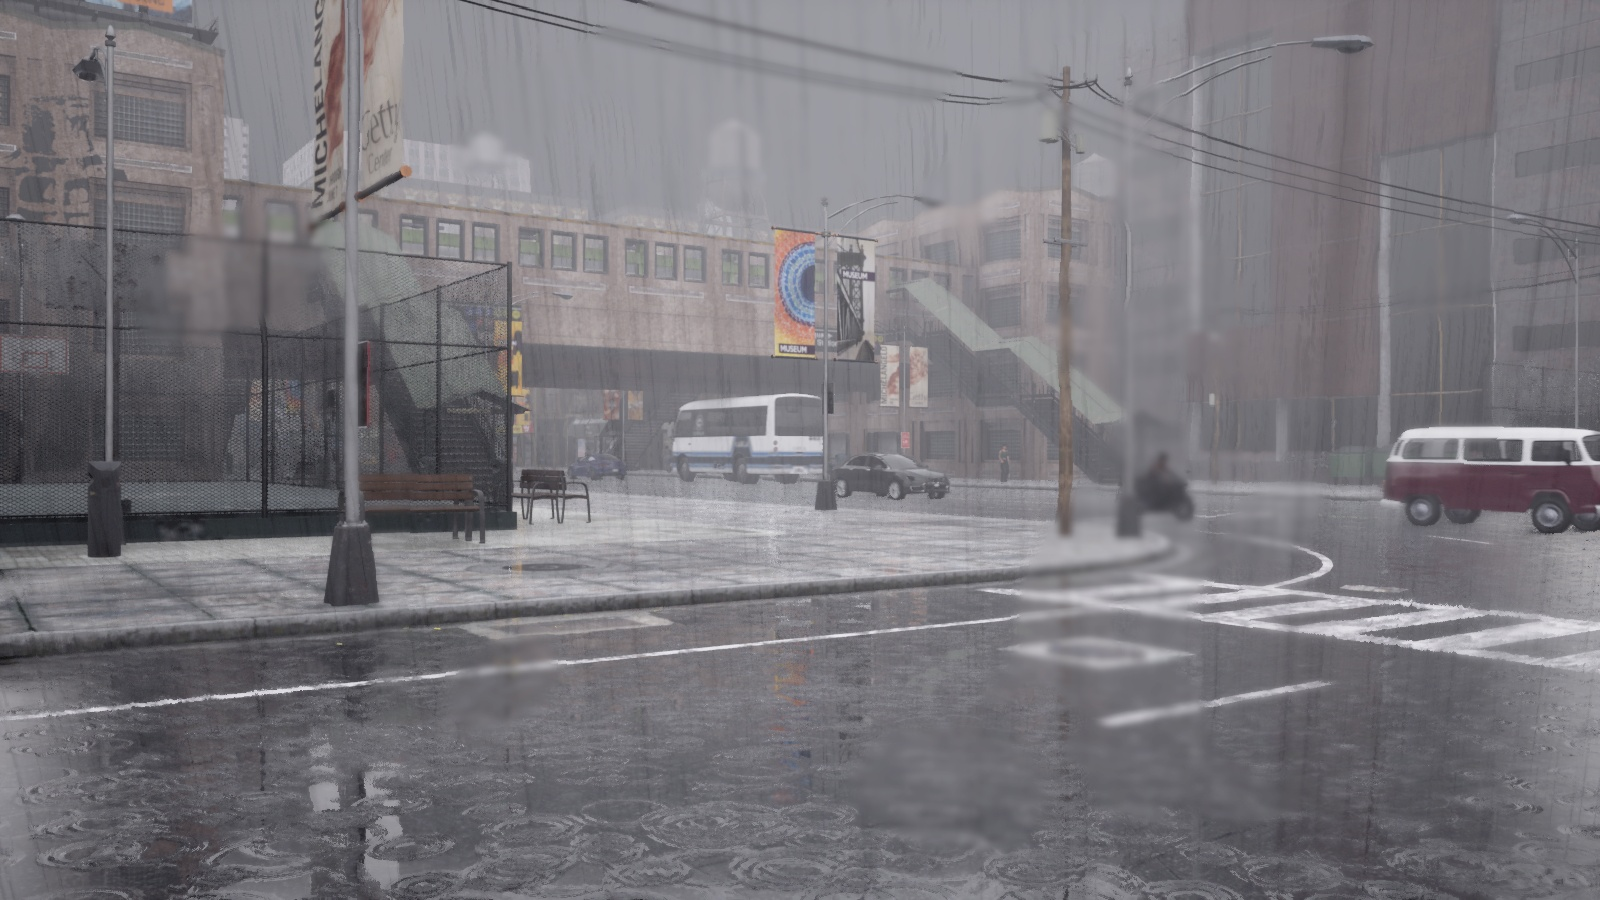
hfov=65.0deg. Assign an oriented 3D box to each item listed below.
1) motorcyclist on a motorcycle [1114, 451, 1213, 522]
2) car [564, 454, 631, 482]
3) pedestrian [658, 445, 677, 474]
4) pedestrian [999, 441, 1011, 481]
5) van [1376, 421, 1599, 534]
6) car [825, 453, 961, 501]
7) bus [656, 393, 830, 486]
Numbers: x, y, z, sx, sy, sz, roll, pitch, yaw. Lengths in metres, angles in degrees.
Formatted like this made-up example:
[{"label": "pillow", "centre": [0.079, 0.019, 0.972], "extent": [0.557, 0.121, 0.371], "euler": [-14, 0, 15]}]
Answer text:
[{"label": "motorcyclist on a motorcycle", "centre": [7.997, 0.778, 27.719], "extent": [0.797, 1.523, 2.044], "euler": [0, 0, -34]}, {"label": "car", "centre": [-11.123, 0.962, 68.720], "extent": [1.812, 1.442, 4.674], "euler": [0, 0, -34]}, {"label": "pedestrian", "centre": [-8.743, 0.623, 82.998], "extent": [0.874, 1.855, 0.900], "euler": [0, 0, -39]}, {"label": "pedestrian", "centre": [9.474, 0.524, 58.107], "extent": [0.345, 1.836, 0.594], "euler": [0, 0, -15]}, {"label": "van", "centre": [14.121, 0.499, 24.907], "extent": [2.069, 2.038, 4.480], "euler": [0, 0, -34]}, {"label": "car", "centre": [2.977, 0.845, 41.399], "extent": [1.837, 1.490, 4.892], "euler": [0, 0, -34]}, {"label": "bus", "centre": [-3.070, -0.471, 62.893], "extent": [3.944, 4.253, 10.273], "euler": [0, 0, -34]}]
